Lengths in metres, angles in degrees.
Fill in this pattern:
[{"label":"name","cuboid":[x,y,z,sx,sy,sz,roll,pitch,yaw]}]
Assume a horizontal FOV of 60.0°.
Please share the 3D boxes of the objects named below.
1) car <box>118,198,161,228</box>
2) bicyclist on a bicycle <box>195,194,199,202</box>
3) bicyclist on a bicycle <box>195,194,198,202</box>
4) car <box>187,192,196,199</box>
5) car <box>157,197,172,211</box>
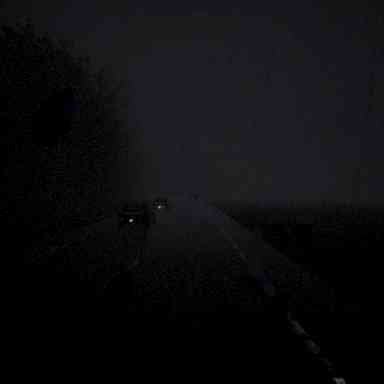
[{"label":"car","cuboid":[-3.432,1.405,21.216,2.128,1.511,4.902,0,0,0]},{"label":"bicyclist on a bicycle","cuboid":[0.873,1.134,58.682,0.659,1.776,1.843,0,0,0]},{"label":"bicyclist on a bicycle","cuboid":[0.859,1.182,67.236,0.582,1.620,1.656,0,0,0]},{"label":"car","cuboid":[-0.127,0.908,82.856,2.097,1.767,4.553,0,0,0]},{"label":"car","cuboid":[-3.460,1.351,37.872,1.837,1.490,4.892,0,0,0]}]
